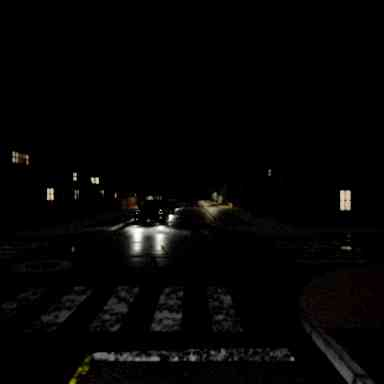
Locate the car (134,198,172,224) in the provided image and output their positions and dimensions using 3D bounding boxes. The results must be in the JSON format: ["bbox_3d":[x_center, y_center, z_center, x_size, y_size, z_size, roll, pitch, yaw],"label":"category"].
[{"bbox_3d":[-2.908,1.371,24.876,2.097,1.767,4.553,0,0,1],"label":"car"}]

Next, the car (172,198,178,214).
[{"bbox_3d":[-2.860,1.604,35.076,1.994,1.385,4.181,0,0,0],"label":"car"}]

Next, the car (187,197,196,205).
[{"bbox_3d":[-0.041,1.720,66.645,1.812,1.442,4.674,0,0,0],"label":"car"}]

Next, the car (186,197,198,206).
[{"bbox_3d":[-0.035,1.608,56.226,1.882,1.535,5.008,0,0,0],"label":"car"}]
